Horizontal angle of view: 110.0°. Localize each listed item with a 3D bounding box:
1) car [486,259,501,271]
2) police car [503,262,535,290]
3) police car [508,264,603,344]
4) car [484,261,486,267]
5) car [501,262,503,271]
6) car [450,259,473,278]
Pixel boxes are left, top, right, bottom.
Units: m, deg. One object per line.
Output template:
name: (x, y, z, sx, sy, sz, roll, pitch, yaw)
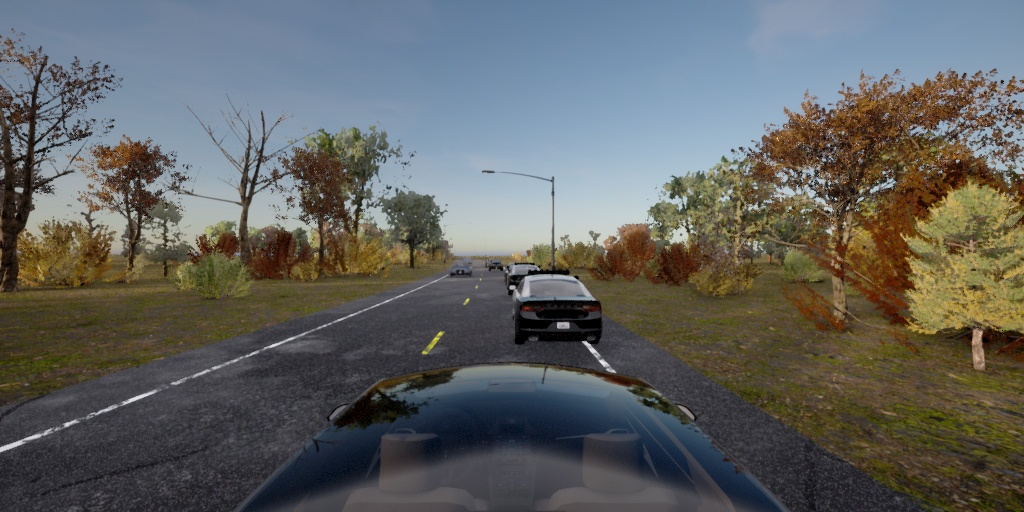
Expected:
car: (-2.169, 1.231, 47.337, 1.837, 1.490, 4.892, 0, 0, -5)
police car: (0.679, 1.169, 19.747, 1.930, 1.638, 5.238, 0, 0, -2)
police car: (0.969, 1.173, 9.695, 1.930, 1.638, 5.238, 0, 0, -1)
car: (-3.516, 1.205, 60.227, 2.128, 1.511, 4.902, 0, 0, -7)
car: (0.413, 1.215, 25.665, 1.882, 1.535, 5.008, 0, 0, -3)
car: (-4.785, 1.300, 34.203, 1.994, 1.385, 4.181, 0, 0, -4)
